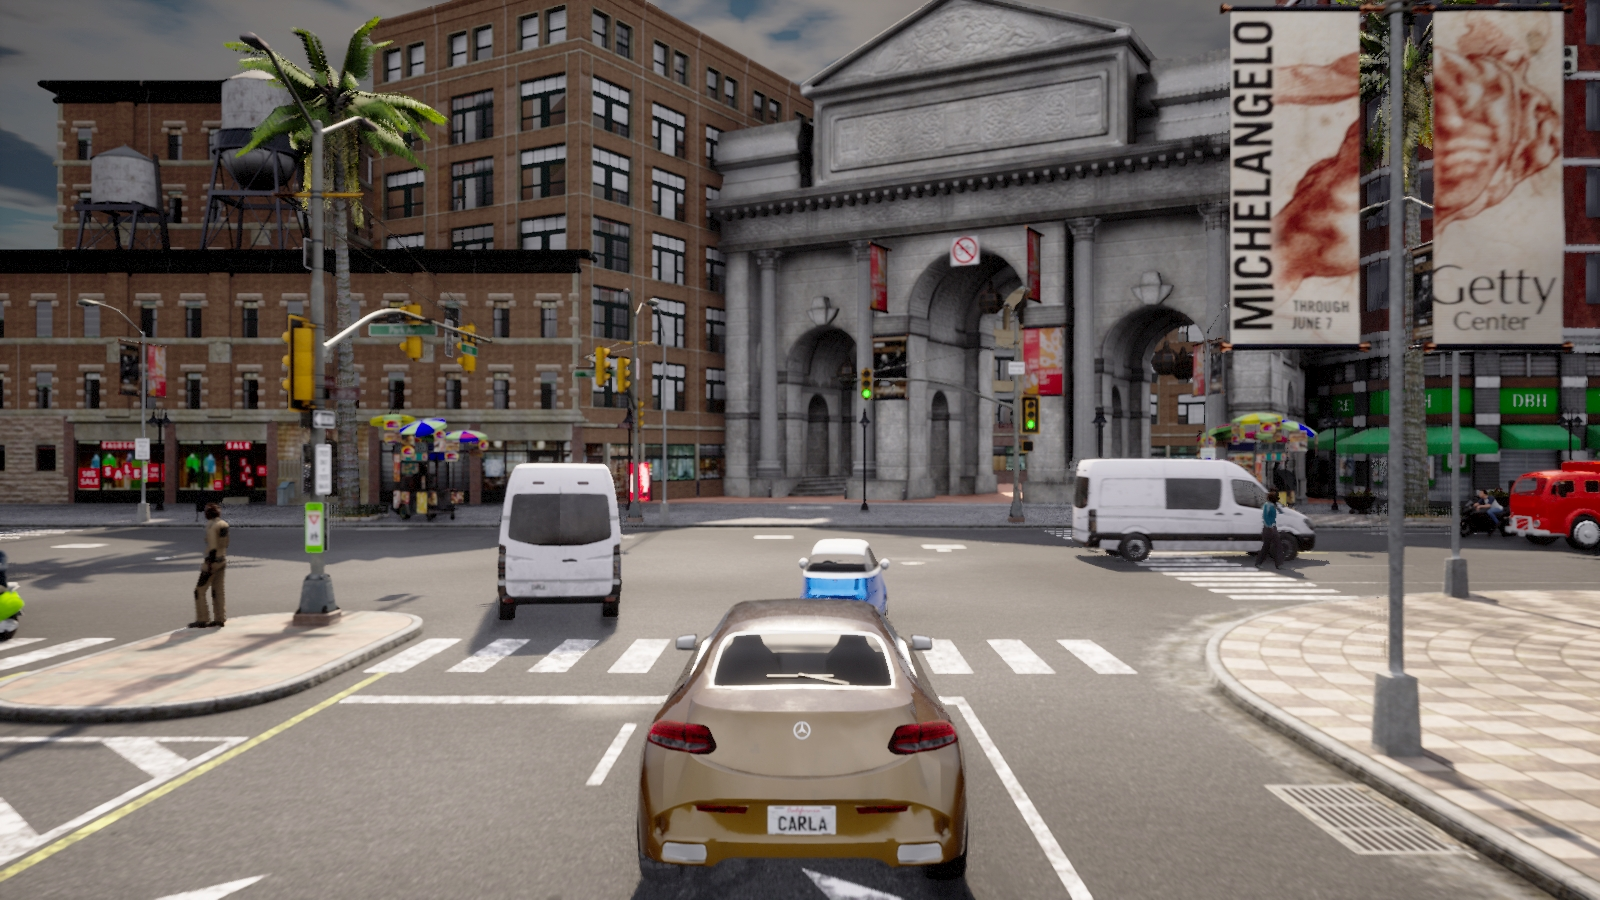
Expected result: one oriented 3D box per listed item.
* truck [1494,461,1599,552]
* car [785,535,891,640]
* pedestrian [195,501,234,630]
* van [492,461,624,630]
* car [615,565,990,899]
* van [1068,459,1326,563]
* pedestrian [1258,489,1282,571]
[{"bbox_3d":[23.206,1.547,32.606,5.204,2.467,2.627,0,0,0],"label":"truck"},{"bbox_3d":[0.646,2.109,17.990,1.481,1.376,2.207,0,0,7],"label":"car"},{"bbox_3d":[-8.623,1.692,16.827,0.375,1.860,0.375,0,0,4],"label":"pedestrian"},{"bbox_3d":[-4.390,1.520,20.802,1.988,2.561,5.915,1,0,-12],"label":"van"},{"bbox_3d":[0.030,1.985,9.060,2.152,1.651,5.027,0,0,0],"label":"car"},{"bbox_3d":[10.062,1.516,29.283,5.915,2.561,1.988,0,0,1],"label":"van"},{"bbox_3d":[10.870,1.832,26.405,0.375,1.860,0.375,0,0,-36],"label":"pedestrian"}]
